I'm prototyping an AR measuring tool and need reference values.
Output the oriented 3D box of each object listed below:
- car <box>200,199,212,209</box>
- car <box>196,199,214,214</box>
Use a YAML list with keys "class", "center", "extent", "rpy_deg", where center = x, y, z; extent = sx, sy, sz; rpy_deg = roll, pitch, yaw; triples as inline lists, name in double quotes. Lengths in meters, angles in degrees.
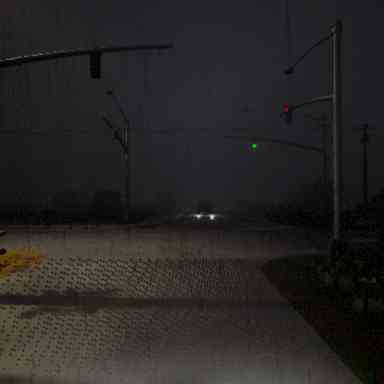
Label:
- class: "car"
  center: [2.427, 1.990, 56.636]
  extent: [1.837, 1.490, 4.892]
  rpy_deg: [0, -1, 3]
- class: "car"
  center: [1.590, 1.811, 40.079]
  extent: [1.882, 1.535, 5.008]
  rpy_deg: [0, -1, 3]
